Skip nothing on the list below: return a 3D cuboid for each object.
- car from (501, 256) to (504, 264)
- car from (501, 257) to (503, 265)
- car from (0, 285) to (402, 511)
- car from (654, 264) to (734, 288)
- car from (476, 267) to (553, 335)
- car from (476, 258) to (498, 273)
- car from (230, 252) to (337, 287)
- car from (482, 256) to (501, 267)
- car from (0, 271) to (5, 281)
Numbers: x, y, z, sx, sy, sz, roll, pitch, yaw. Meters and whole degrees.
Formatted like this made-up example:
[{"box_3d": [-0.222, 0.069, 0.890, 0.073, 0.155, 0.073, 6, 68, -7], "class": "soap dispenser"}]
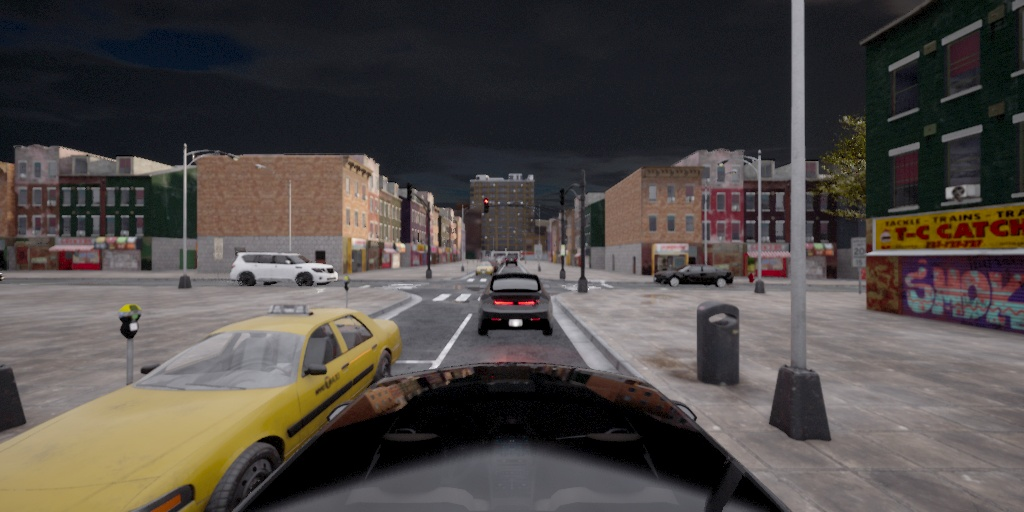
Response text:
[{"box_3d": [-2.723, 1.148, 63.175, 1.751, 1.417, 4.829, 0, 0, 0], "class": "car"}, {"box_3d": [-2.708, 1.184, 52.457, 2.007, 1.370, 4.403, 0, 0, 0], "class": "car"}, {"box_3d": [-2.641, 1.267, 3.999, 1.751, 1.417, 4.829, 0, 0, 0], "class": "car"}, {"box_3d": [12.254, 1.316, 24.365, 5.008, 1.535, 1.882, 1, 0, 0], "class": "car"}, {"box_3d": [0.084, 1.227, 10.380, 1.837, 1.490, 4.892, 0, 0, 0], "class": "car"}, {"box_3d": [-2.685, 1.185, 35.956, 1.751, 1.417, 4.829, 0, 0, 0], "class": "car"}, {"box_3d": [-13.426, 0.817, 21.245, 5.566, 2.045, 2.150, 1, 0, 0], "class": "car"}, {"box_3d": [-2.693, 0.964, 41.569, 2.192, 1.841, 5.009, 0, 0, 0], "class": "car"}, {"box_3d": [-33.236, 0.979, 21.124, 4.892, 1.490, 1.837, 0, 0, 0], "class": "car"}]
